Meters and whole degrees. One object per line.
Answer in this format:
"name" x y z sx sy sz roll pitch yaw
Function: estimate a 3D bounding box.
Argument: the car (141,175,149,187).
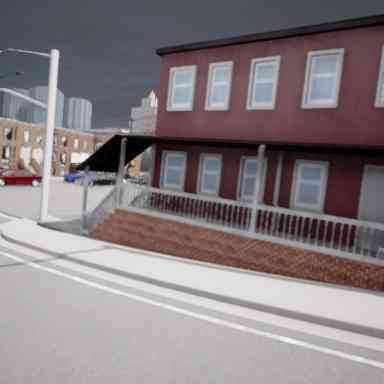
"car" -2.725 -0.694 37.725 2.150 2.045 5.566 9 5 35

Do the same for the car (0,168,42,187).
"car" -16.432 -1.347 30.957 1.882 1.535 5.008 9 5 35

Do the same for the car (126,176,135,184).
"car" -7.526 -1.760 49.247 2.128 1.511 4.902 9 5 36

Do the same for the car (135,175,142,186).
"car" -5.194 -1.460 46.517 2.097 1.767 4.553 9 5 36

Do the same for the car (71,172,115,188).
"car" -10.925 -1.329 38.613 2.128 1.511 4.902 9 5 35

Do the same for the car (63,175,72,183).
"car" -13.393 -1.781 41.127 1.882 1.535 5.008 9 5 36
